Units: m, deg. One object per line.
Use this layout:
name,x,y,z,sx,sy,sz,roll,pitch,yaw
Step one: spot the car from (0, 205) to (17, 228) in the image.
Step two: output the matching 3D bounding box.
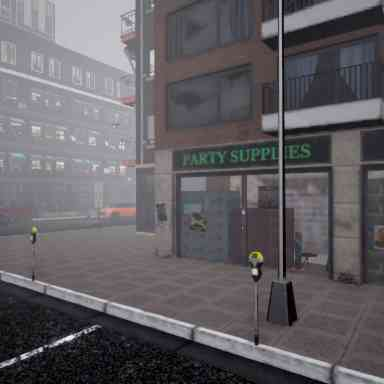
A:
car,-14.679,1.789,22.538,1.994,1.385,4.181,0,-1,35

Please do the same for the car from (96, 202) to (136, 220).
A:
car,-7.295,1.811,33.147,2.097,1.767,4.553,0,-1,35

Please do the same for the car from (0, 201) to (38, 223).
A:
car,-14.952,1.609,26.714,2.192,1.841,5.009,-1,-2,35
